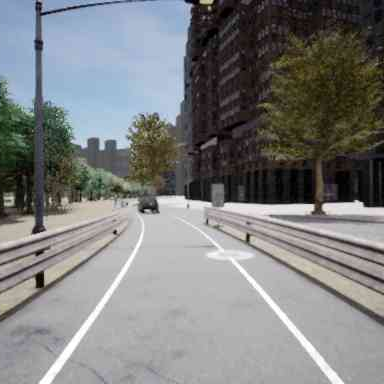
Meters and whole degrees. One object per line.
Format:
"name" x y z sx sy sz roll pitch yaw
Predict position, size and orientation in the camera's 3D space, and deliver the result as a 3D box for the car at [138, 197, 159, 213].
"car" -5.670 1.624 43.098 2.150 2.045 5.566 0 0 -15
